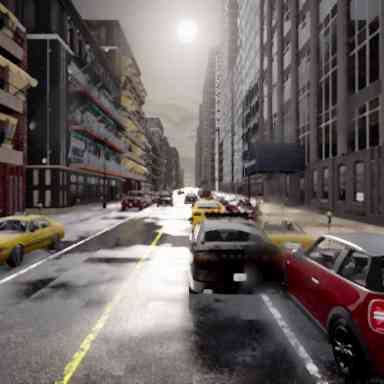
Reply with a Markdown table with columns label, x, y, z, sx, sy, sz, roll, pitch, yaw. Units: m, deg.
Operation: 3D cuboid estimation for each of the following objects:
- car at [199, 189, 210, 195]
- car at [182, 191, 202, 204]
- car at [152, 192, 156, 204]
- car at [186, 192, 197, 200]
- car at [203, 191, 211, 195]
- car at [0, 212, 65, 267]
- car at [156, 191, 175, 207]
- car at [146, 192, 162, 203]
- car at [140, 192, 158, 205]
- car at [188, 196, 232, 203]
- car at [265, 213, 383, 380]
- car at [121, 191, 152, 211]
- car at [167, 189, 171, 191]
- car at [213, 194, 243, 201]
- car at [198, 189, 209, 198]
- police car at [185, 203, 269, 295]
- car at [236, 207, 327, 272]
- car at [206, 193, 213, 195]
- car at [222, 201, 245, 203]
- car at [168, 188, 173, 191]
| label | x | y | z | sx | sy | sz | roll | pitch | yaw |
| --- | --- | --- | --- | --- | --- | --- | --- | --- | --- |
| car | 2.601 | 0.406 | 61.876 | 2.192 | 1.841 | 5.009 | 1 | 1 | 0 |
| car | -0.060 | 0.891 | 46.044 | 1.994 | 1.385 | 4.181 | 0 | 1 | 0 |
| car | -5.744 | 0.955 | 39.094 | 1.752 | 1.417 | 4.829 | 1 | 1 | 0 |
| car | -0.101 | 0.721 | 59.984 | 1.895 | 1.301 | 4.718 | 0 | 1 | 0 |
| car | 2.635 | 0.950 | 39.447 | 1.752 | 1.417 | 4.829 | 1 | 1 | 0 |
| car | -5.697 | 1.369 | 10.839 | 1.752 | 1.417 | 4.829 | 1 | 1 | 0 |
| car | -3.165 | 0.921 | 39.997 | 1.837 | 1.490 | 4.892 | 0 | 1 | 0 |
| car | -5.764 | 0.805 | 50.566 | 1.887 | 1.381 | 4.507 | 1 | 1 | 0 |
| car | -5.753 | 0.784 | 44.912 | 1.967 | 1.590 | 4.097 | 1 | 1 | 0 |
| car | 0.869 | 1.211 | 18.478 | 1.882 | 1.535 | 5.008 | 0 | 1 | 0 |
| car | 2.694 | 1.362 | 5.370 | 1.967 | 1.590 | 4.097 | 1 | 1 | 0 |
| car | -5.732 | 0.826 | 33.610 | 2.192 | 1.841 | 5.009 | 1 | 1 | 0 |
| car | -5.792 | 0.551 | 67.519 | 1.887 | 1.381 | 4.507 | 1 | 1 | 0 |
| car | 2.665 | 1.118 | 22.321 | 1.967 | 1.590 | 4.097 | 1 | 1 | 0 |
| car | 2.582 | 0.236 | 73.178 | 2.192 | 1.841 | 5.009 | 1 | 1 | 0 |
| police car | 0.863 | 1.301 | 8.586 | 1.930 | 1.638 | 5.238 | 0 | 1 | 0 |
| car | 2.683 | 1.364 | 11.191 | 1.752 | 1.417 | 4.829 | 1 | 1 | 0 |
| car | 2.644 | 1.077 | 33.626 | 1.947 | 1.339 | 4.313 | 1 | 1 | 0 |
| car | 2.672 | 1.342 | 16.673 | 1.802 | 1.307 | 4.206 | 1 | 1 | 0 |
| car | -5.801 | 0.449 | 72.998 | 1.752 | 1.417 | 4.829 | 1 | 1 | 0 |
